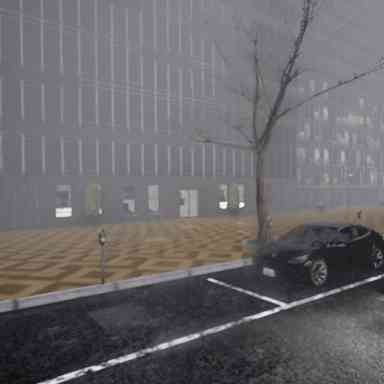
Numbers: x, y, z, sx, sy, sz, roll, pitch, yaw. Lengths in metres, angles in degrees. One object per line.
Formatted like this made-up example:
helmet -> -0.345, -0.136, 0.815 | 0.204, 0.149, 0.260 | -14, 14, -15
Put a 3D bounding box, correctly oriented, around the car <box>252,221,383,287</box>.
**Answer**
car -> 3.589, 1.503, 9.126 | 4.313, 1.339, 1.947 | -1, 0, -36
